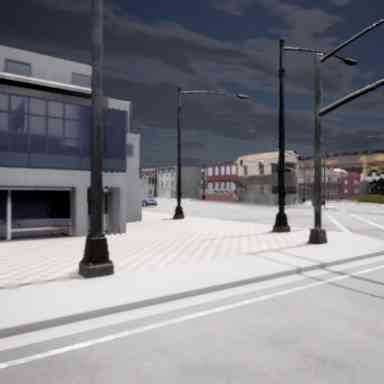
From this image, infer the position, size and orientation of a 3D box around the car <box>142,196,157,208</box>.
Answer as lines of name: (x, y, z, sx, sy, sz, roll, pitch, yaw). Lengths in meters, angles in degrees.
car: (-6.578, 1.290, 45.968, 1.882, 1.535, 5.008, 0, 1, -36)
